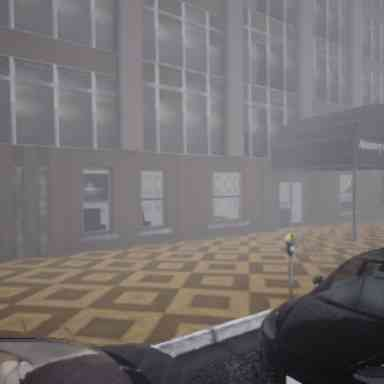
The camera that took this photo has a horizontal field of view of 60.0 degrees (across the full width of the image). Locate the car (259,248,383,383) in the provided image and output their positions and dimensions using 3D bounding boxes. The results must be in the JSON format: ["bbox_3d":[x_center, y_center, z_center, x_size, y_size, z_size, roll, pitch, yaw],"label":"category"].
[{"bbox_3d":[2.823,1.506,4.399,4.313,1.339,1.947,-1,0,-35],"label":"car"}]

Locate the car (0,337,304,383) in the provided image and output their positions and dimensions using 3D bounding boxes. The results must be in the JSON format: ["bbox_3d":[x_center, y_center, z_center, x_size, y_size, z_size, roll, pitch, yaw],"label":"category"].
[{"bbox_3d":[-1.853,1.539,1.168,4.403,1.369,2.008,-1,0,-35],"label":"car"}]
